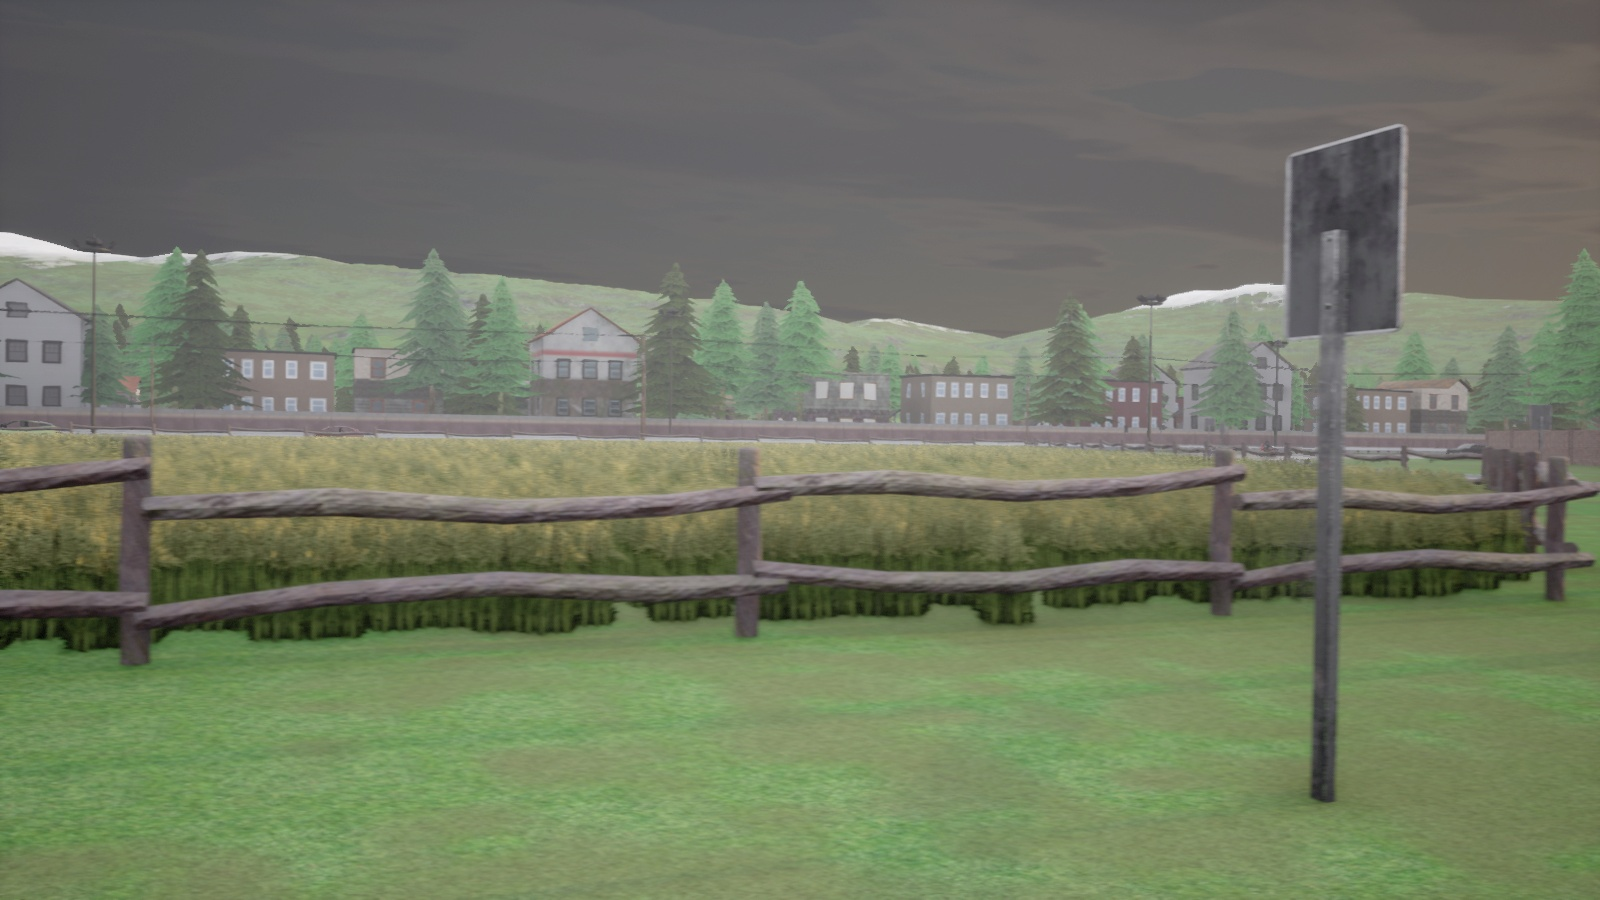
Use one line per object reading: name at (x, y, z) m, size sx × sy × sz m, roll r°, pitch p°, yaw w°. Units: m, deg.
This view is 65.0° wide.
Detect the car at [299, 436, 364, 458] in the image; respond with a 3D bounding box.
car at (-32.323, -0.242, 86.682) m, size 4.193 × 1.474 × 1.816 m, roll -1°, pitch 1°, yaw -21°

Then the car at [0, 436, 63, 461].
car at (-49.799, -0.113, 80.132) m, size 4.514 × 1.525 × 2.007 m, roll -1°, pitch 1°, yaw -21°
